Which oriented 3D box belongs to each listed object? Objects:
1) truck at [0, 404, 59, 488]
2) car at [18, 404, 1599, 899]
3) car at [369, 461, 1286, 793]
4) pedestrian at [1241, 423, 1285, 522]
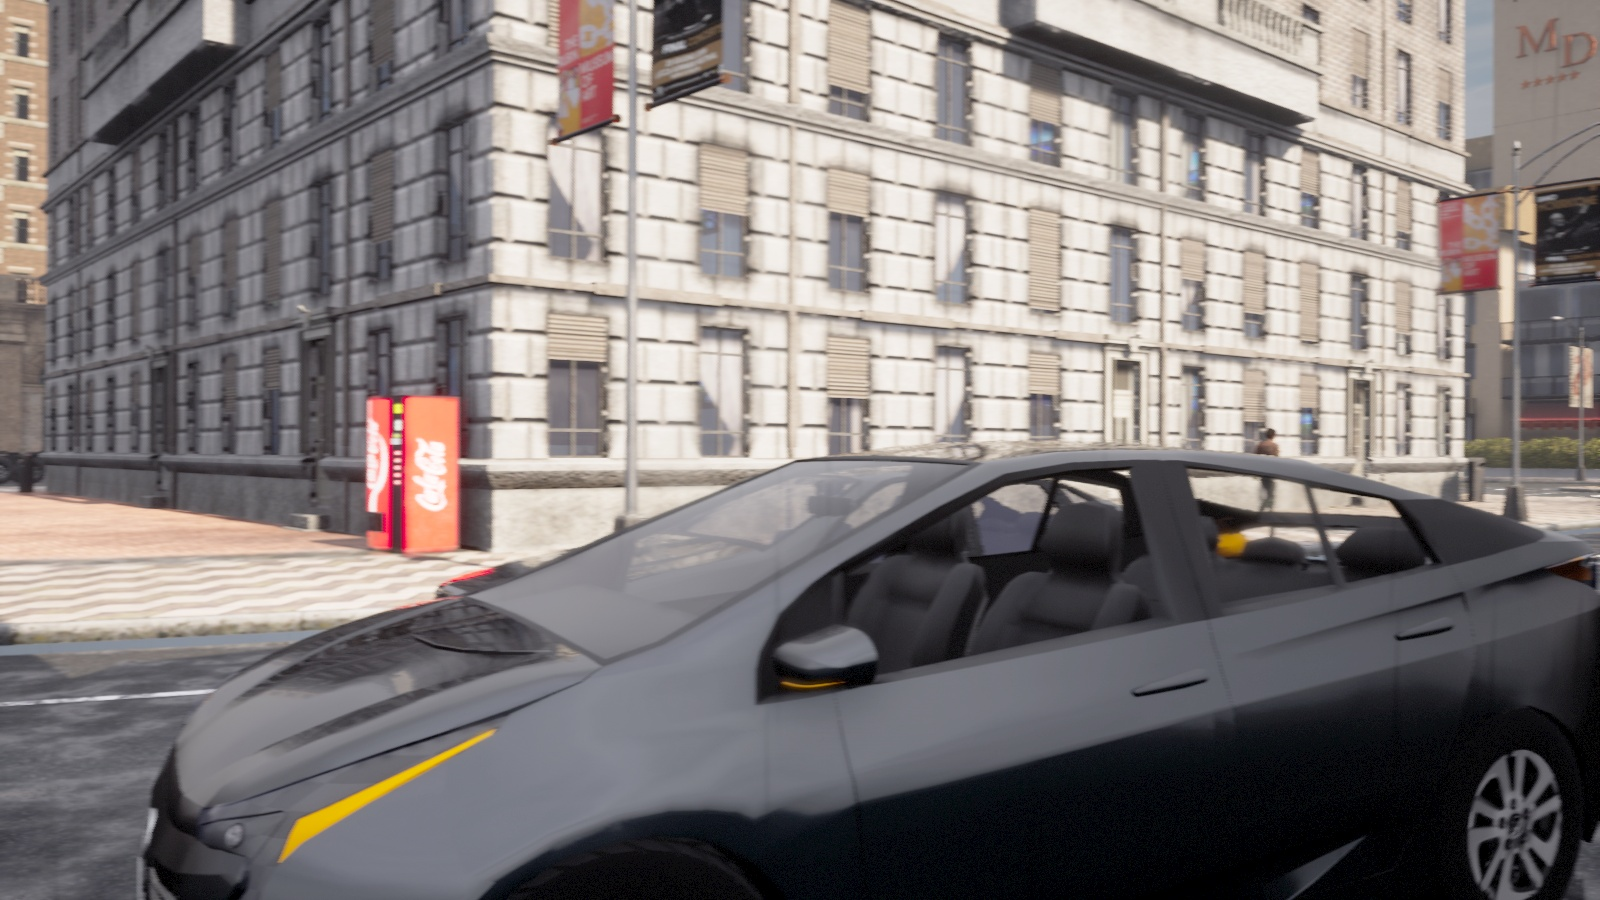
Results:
[{"bbox_3d":[-35.390,-0.172,51.846,7.936,3.462,2.891,0,0,-40],"label":"truck"},{"bbox_3d":[0.359,0.693,3.819,4.514,1.525,2.007,0,0,-28],"label":"car"},{"bbox_3d":[0.338,0.796,7.720,5.357,1.411,2.033,0,0,-30],"label":"car"},{"bbox_3d":[8.586,0.408,23.275,0.869,1.805,0.328,0,0,-35],"label":"pedestrian"}]
